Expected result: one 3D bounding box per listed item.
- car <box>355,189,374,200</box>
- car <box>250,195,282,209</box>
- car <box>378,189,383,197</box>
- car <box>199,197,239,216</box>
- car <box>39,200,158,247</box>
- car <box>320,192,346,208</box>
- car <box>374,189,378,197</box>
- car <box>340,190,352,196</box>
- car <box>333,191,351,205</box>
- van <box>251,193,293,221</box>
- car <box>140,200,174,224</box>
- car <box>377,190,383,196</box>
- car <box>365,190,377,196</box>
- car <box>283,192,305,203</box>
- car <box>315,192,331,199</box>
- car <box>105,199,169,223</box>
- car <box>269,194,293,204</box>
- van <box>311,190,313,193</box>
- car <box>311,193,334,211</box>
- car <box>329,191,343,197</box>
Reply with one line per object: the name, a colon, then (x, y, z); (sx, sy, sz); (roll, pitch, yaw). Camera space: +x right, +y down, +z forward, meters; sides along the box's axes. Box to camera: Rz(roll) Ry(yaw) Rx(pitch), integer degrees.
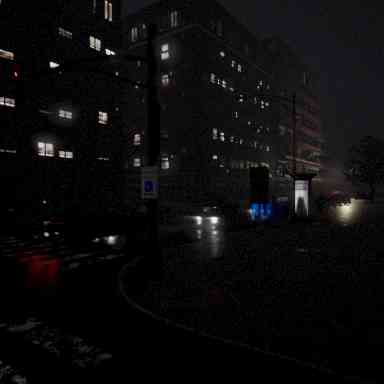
car: (28.709, 0.564, 55.892); (1.967, 1.590, 4.097); (1, 1, 36)
car: (8.210, 1.066, 36.525); (1.994, 1.385, 4.181); (0, 1, 35)
car: (41.847, 0.356, 74.293); (1.887, 1.381, 4.507); (1, 1, 36)
car: (2.410, 1.165, 28.405); (1.812, 1.442, 4.674); (0, 1, 35)
car: (-4.051, 1.339, 14.453); (2.128, 1.511, 4.902); (0, 1, 36)
car: (15.569, 0.979, 37.496); (1.887, 1.381, 4.507); (1, 1, 36)
car: (31.993, 0.590, 60.494); (1.887, 1.381, 4.507); (1, 1, 36)
car: (38.845, 0.278, 83.648); (2.008, 1.369, 4.403); (1, 1, 36)
car: (18.854, 0.923, 42.096); (1.947, 1.339, 4.313); (1, 1, 36)
van: (5.716, 1.009, 23.693); (1.690, 1.788, 3.998); (1, 1, 36)
car: (-3.343, 1.323, 20.351); (2.033, 1.411, 5.357); (0, 1, 36)
car: (45.132, 0.315, 78.893); (1.802, 1.307, 4.206); (1, 1, 36)
car: (44.237, 0.216, 82.070); (1.994, 1.385, 4.181); (0, 1, 36)
car: (15.777, 0.801, 51.346); (1.752, 1.417, 4.829); (1, 1, 36)
car: (25.720, 0.621, 65.270); (1.802, 1.307, 4.206); (1, 1, 36)
car: (-3.812, 1.283, 23.916); (1.887, 1.381, 4.507); (1, 1, 36)
car: (12.595, 0.933, 46.891); (1.802, 1.307, 4.206); (1, 1, 36)
van: (19.158, 0.536, 56.076); (1.690, 1.788, 3.998); (1, 1, 36)
car: (12.285, 1.078, 32.897); (1.947, 1.339, 4.313); (1, 1, 36)
car: (32.282, 0.428, 74.458); (1.887, 1.381, 4.507); (1, 1, 36)
